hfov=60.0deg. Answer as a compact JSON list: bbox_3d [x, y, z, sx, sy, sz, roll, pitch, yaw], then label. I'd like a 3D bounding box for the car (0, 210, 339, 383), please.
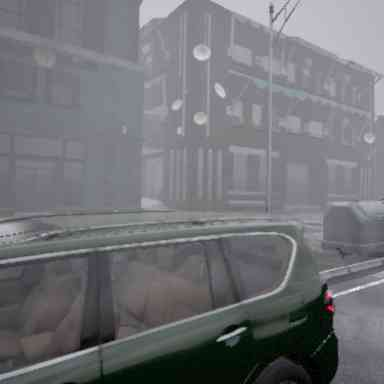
[{"bbox_3d":[-1.151,1.223,2.556,5.566,2.045,2.150,0,0,-35],"label":"car"}]
